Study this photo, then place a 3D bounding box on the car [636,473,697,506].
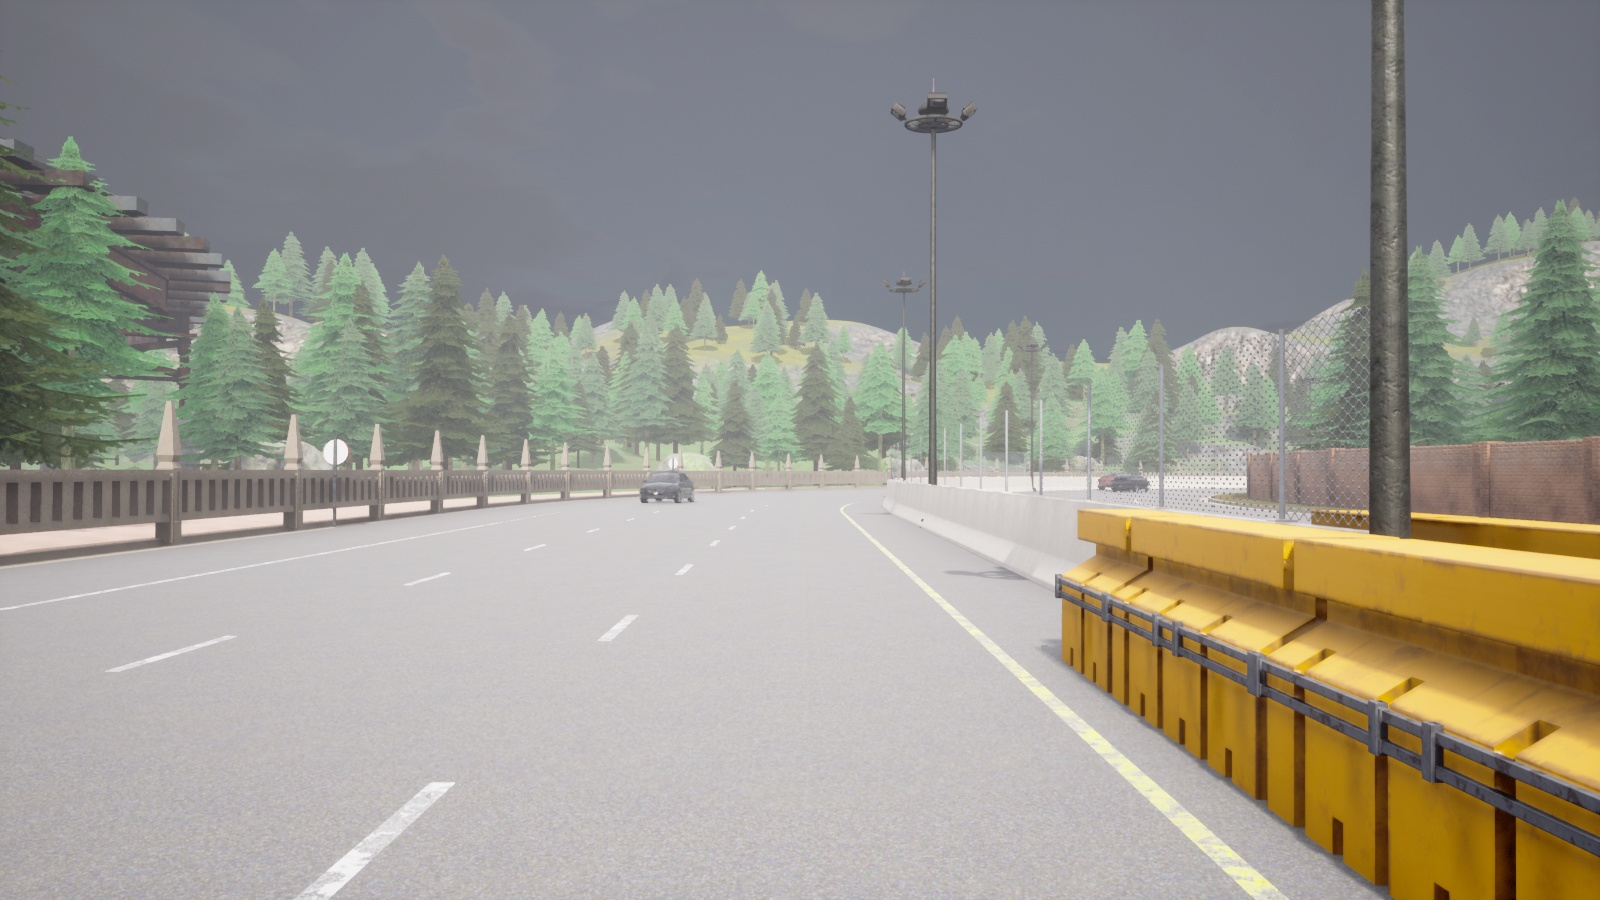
[{"bbox_3d":[-6.330,1.850,60.039,1.837,1.490,4.892,-1,-1,7],"label":"car"}]
